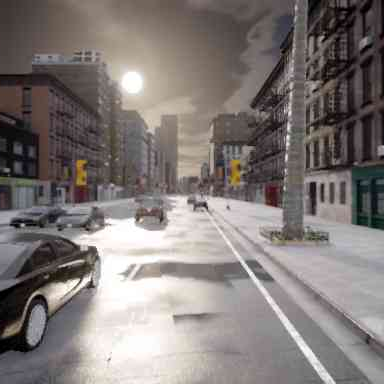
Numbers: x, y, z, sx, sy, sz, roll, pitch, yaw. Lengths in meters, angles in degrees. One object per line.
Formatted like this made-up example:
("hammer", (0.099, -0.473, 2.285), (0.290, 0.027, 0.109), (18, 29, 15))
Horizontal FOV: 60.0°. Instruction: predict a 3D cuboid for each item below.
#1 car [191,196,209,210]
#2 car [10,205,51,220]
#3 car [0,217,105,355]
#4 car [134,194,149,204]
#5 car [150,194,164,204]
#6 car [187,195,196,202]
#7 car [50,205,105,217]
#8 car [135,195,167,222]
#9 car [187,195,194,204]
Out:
("car", (1.124, 1.530, 42.925), (1.812, 1.442, 4.674), (0, 0, 0))
("car", (-9.856, 1.550, 22.006), (2.033, 1.411, 5.357), (0, 0, 0))
("car", (-3.152, 1.478, 6.180), (1.882, 1.535, 5.008), (0, 0, 0))
("car", (-9.777, 1.350, 64.521), (2.097, 1.767, 4.553), (0, 0, 0))
("car", (-6.537, 1.351, 62.965), (2.097, 1.767, 4.553), (0, 0, 0))
("car", (-0.024, 1.477, 77.132), (2.033, 1.411, 5.357), (0, 0, 0))
("car", (-6.605, 1.528, 20.274), (1.812, 1.442, 4.674), (0, 0, 0))
("car", (-3.159, 1.355, 26.635), (2.097, 1.767, 4.553), (0, 0, 0))
("car", (-0.019, 1.602, 62.257), (1.895, 1.301, 4.718), (0, 0, 0))
